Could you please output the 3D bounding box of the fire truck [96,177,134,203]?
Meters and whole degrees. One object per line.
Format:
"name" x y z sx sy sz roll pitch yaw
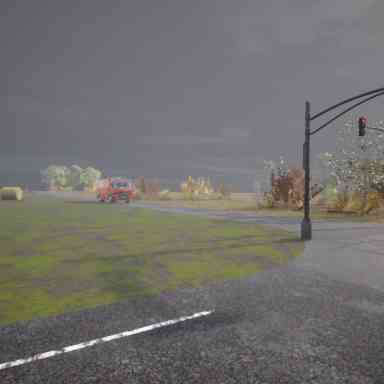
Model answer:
"fire truck" -11.764 -0.355 50.031 2.891 3.827 8.468 1 0 -32
